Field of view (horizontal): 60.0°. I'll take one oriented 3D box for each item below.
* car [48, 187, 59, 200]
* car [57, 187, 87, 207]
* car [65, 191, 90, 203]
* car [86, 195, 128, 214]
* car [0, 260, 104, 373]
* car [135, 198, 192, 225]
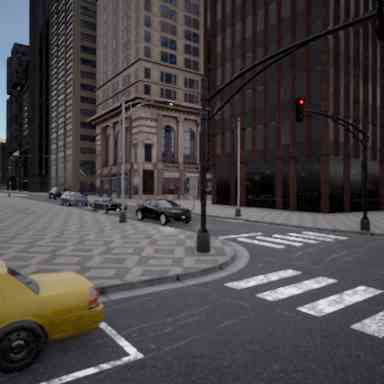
[{"bbox_3d":[-22.301,0.211,55.507,2.150,2.045,5.566,0,1,-36],"label":"car"},{"bbox_3d":[-13.376,0.689,37.749,2.097,1.767,4.553,0,1,-36],"label":"car"},{"bbox_3d":[-16.331,0.654,47.253,1.882,1.535,5.008,0,1,-36],"label":"car"},{"bbox_3d":[-7.413,1.132,29.416,1.895,1.301,4.718,0,1,-36],"label":"car"},{"bbox_3d":[-3.594,1.521,4.085,4.829,1.417,1.752,0,0,-36],"label":"car"},{"bbox_3d":[-1.951,1.191,21.801,1.882,1.535,5.008,0,1,-36],"label":"car"}]
